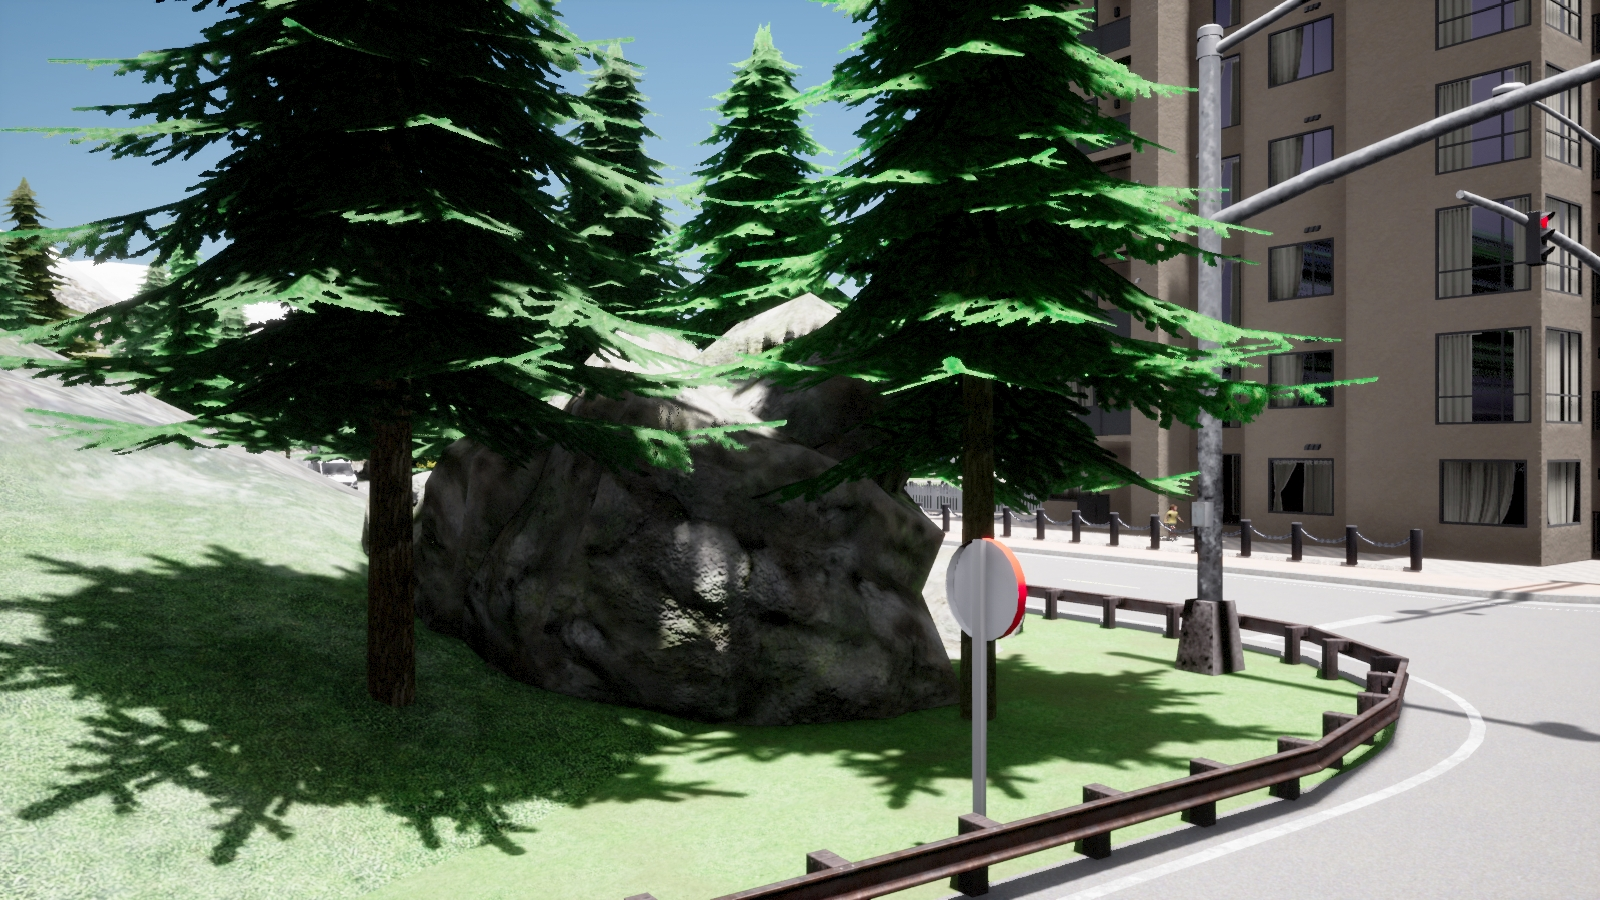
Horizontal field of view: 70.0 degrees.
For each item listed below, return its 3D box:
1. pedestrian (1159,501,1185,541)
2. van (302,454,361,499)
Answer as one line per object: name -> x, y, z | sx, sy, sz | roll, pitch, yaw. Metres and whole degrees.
pedestrian -> 10.656, 2.040, 32.731 | 0.500, 1.100, 0.500 | 0, 0, -33
van -> -27.801, 1.520, 67.706 | 1.988, 2.561, 5.915 | 0, 0, -35
